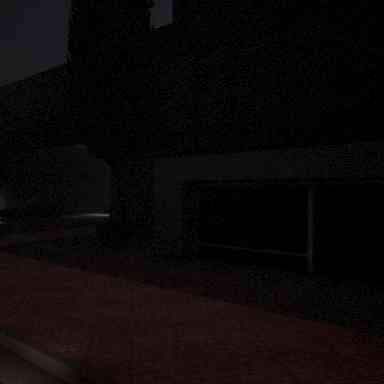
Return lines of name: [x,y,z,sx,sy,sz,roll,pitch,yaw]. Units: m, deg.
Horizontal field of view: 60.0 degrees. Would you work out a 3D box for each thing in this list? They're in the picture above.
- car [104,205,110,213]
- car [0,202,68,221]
car: [-7.230,1.526,35.771,1.812,1.442,4.674,0,0,35]
car: [-13.096,1.547,27.632,2.033,1.411,5.357,0,0,36]
